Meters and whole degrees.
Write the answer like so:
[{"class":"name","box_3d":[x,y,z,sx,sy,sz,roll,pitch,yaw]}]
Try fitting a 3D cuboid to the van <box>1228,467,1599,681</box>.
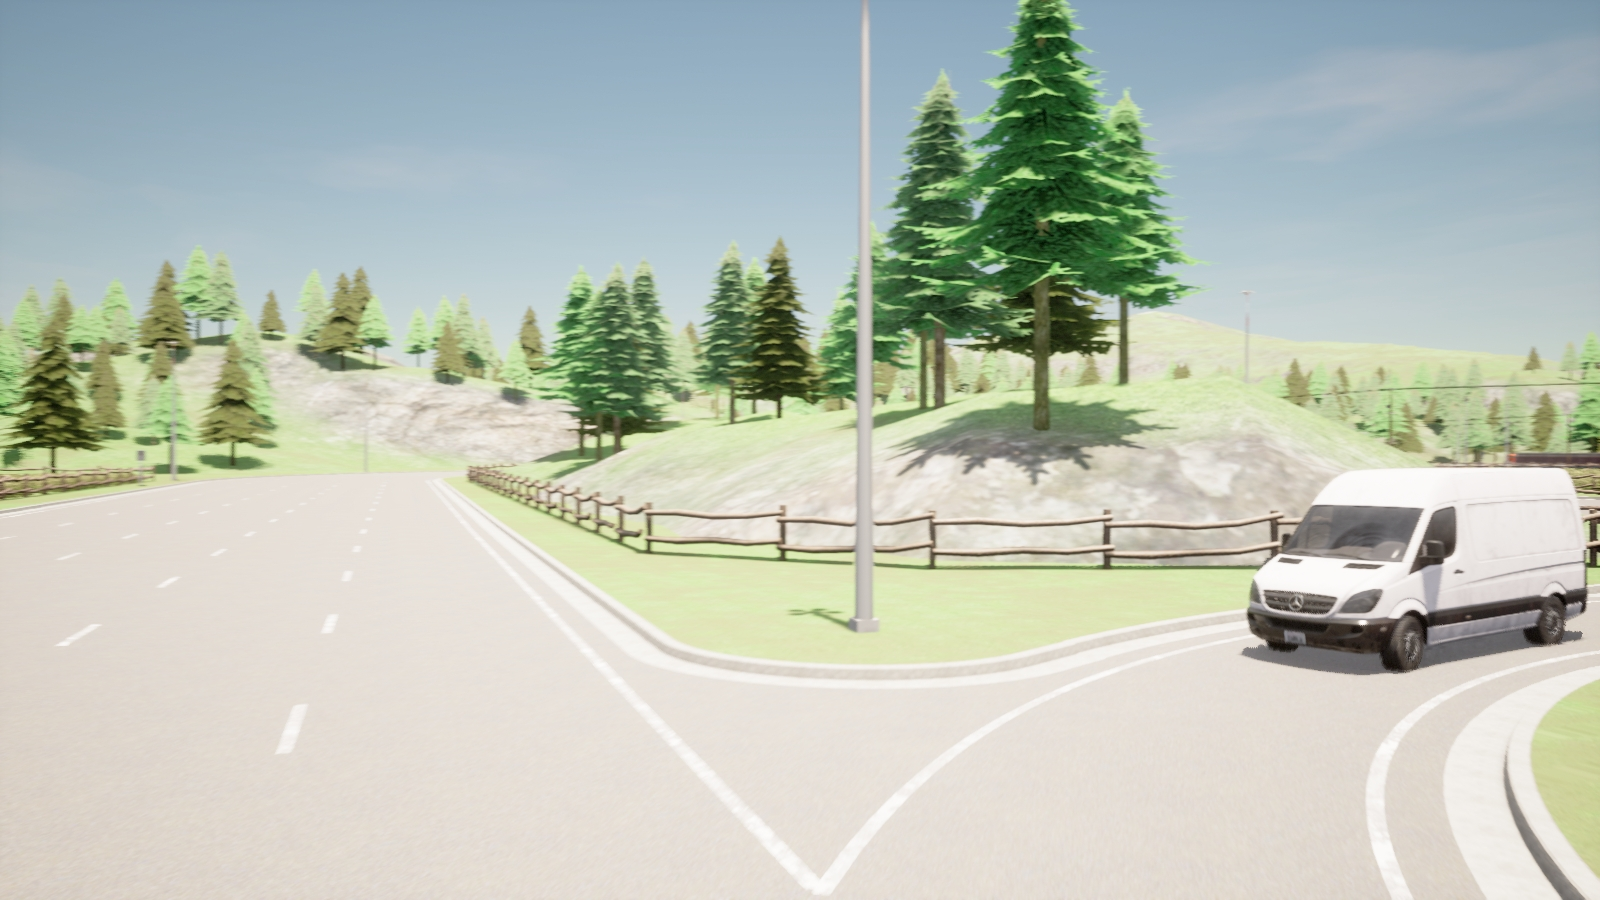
[{"class":"van","box_3d":[8.877,1.549,16.318,5.915,2.561,1.988,0,-1,-32]}]
